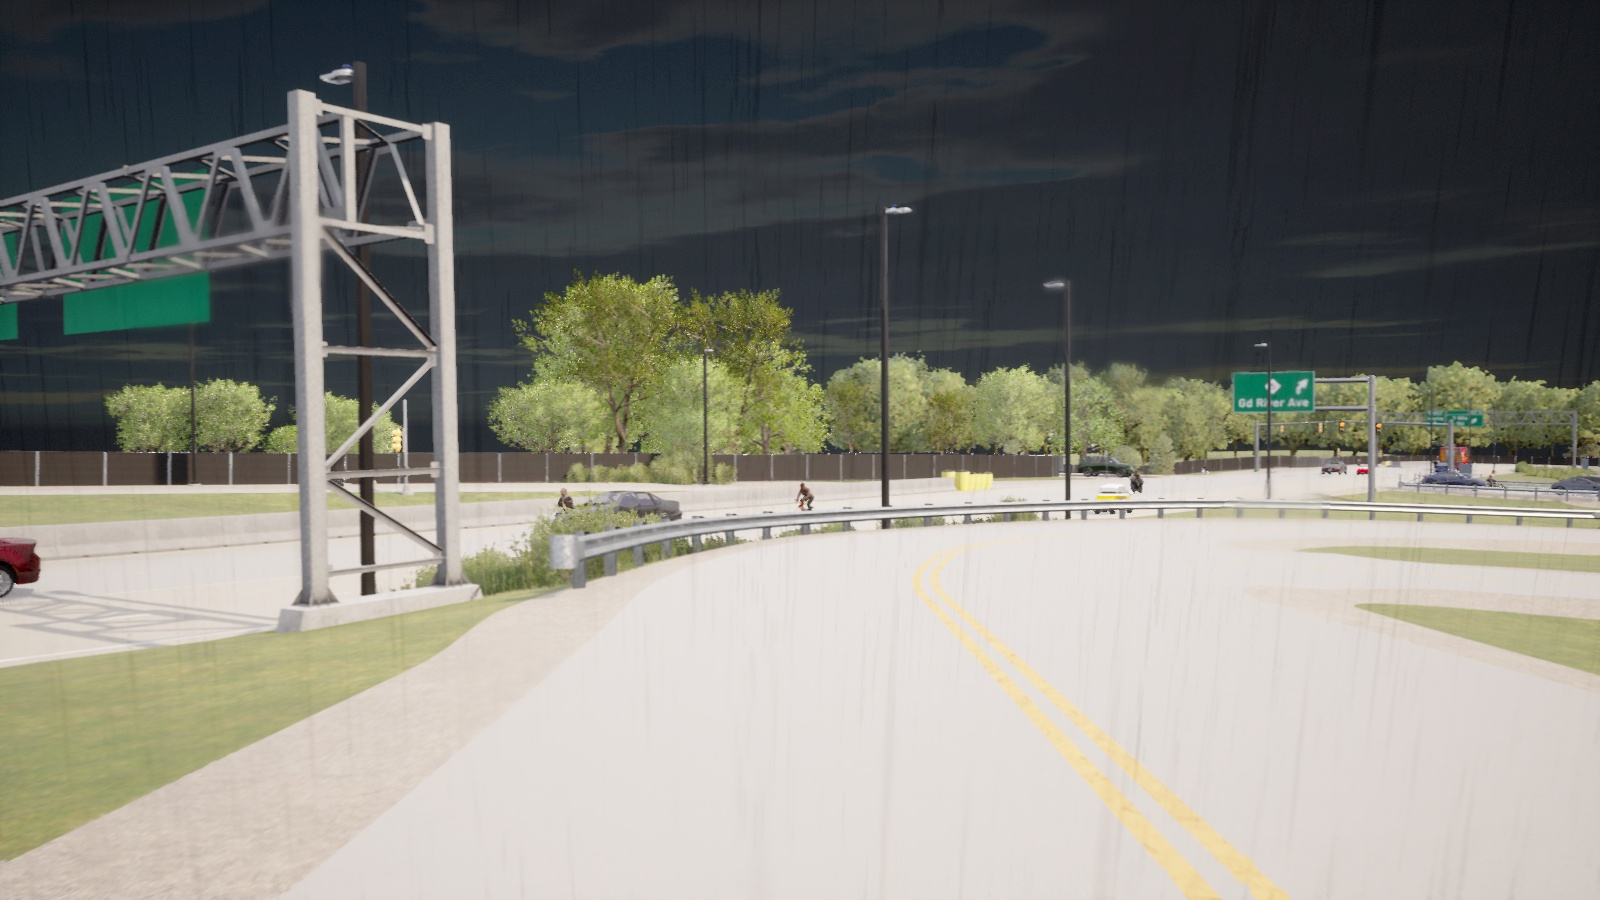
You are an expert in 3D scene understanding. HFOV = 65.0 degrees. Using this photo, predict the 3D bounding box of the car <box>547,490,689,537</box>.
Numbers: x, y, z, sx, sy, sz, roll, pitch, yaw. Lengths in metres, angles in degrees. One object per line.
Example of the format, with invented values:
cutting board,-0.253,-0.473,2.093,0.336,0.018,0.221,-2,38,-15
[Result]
car,-6.538,2.250,45.818,2.033,1.411,5.357,0,0,34

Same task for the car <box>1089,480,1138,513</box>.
car,14.497,2.131,58.034,1.481,1.376,2.207,0,1,34

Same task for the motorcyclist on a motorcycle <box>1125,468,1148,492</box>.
motorcyclist on a motorcycle,21.775,1.921,81.139,0.797,1.523,2.044,0,0,34

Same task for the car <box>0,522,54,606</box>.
car,-17.279,2.299,23.847,1.882,1.535,5.008,0,0,34
